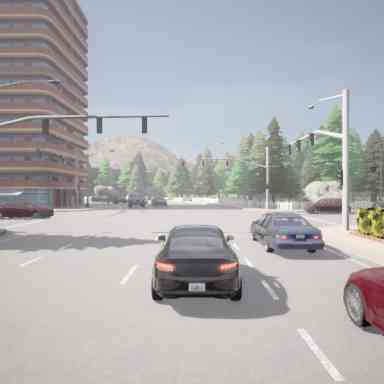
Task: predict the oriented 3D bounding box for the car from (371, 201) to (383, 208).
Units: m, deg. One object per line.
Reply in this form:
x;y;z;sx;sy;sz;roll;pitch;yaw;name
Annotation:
19.930;1.278;31.497;5.566;2.045;2.150;0;0;0;car

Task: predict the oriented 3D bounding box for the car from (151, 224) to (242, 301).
0.104;1.526;8.208;1.812;1.442;4.674;0;0;0;car

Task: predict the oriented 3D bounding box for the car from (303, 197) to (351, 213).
14.131;1.407;35.065;4.553;1.767;2.097;0;0;1;car

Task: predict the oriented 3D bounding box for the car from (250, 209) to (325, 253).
3.660;1.547;13.677;2.033;1.411;5.357;0;0;1;car

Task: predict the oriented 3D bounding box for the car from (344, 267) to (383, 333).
3.602;1.526;4.032;1.812;1.442;4.674;0;0;1;car

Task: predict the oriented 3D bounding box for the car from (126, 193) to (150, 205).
-10.202;1.223;61.955;2.150;2.045;5.566;0;0;-36;car

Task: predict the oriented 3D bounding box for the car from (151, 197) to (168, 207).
-5.026;1.505;50.676;1.837;1.490;4.892;0;0;-17;car

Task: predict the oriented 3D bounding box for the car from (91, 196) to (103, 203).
-19.794;1.525;72.081;4.902;1.511;2.128;0;0;38;car

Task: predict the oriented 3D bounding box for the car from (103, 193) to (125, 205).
-13.854;1.215;61.212;2.150;2.045;5.566;0;1;-35;car

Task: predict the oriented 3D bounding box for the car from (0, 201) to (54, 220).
-14.337;1.533;28.210;5.008;1.535;1.882;0;0;1;car

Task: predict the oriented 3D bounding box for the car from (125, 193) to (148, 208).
-8.182;1.221;48.777;2.150;2.045;5.566;0;0;-14;car
